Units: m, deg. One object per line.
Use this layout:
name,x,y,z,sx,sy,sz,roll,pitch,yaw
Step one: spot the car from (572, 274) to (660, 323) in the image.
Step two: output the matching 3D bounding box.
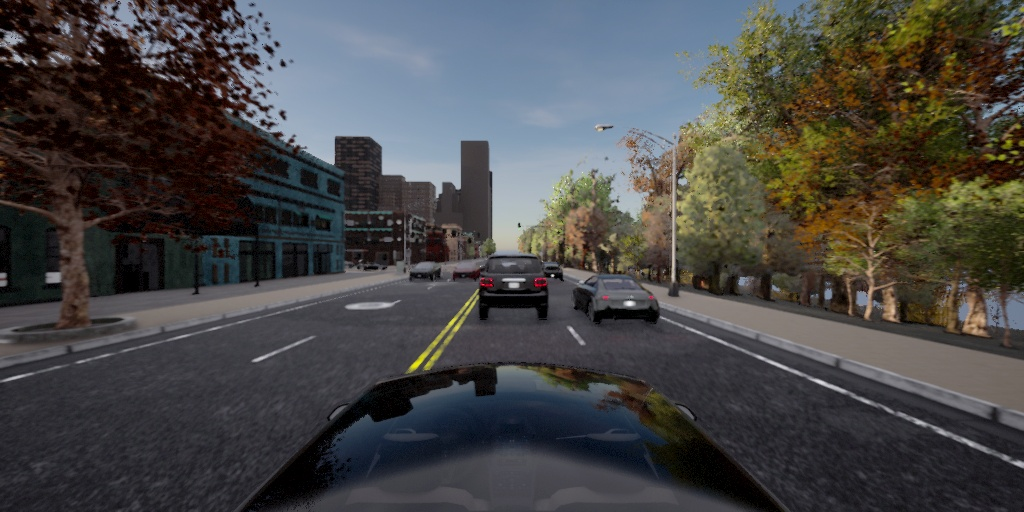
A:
car,3.272,1.305,12.052,1.994,1.385,4.181,0,0,-1

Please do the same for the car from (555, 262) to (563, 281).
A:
car,3.013,1.233,29.352,1.837,1.490,4.892,0,0,-1

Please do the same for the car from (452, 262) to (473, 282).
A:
car,-3.682,1.208,29.386,1.882,1.535,5.008,0,0,-1

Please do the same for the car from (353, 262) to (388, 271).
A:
car,-20.673,1.534,53.164,4.313,1.339,1.948,0,0,-1

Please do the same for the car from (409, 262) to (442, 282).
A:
car,-6.930,1.209,29.170,1.882,1.535,5.008,0,0,-1

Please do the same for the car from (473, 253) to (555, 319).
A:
car,0.017,0.958,12.873,2.150,2.045,5.566,0,-1,-1
